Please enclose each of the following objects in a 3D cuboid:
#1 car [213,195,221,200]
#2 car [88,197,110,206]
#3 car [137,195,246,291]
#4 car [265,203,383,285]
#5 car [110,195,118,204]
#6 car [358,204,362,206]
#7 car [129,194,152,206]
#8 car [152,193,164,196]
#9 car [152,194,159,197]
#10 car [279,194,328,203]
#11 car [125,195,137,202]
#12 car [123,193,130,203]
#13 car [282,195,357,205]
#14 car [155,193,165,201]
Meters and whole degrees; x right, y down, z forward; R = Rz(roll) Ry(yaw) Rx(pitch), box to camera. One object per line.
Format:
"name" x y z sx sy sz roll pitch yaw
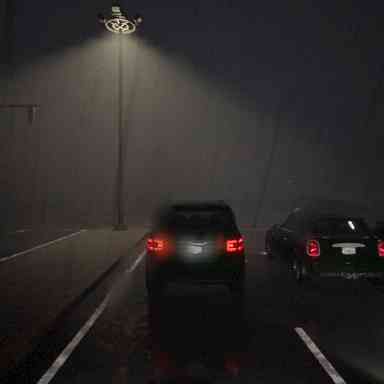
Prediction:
"car" 7.164 1.552 95.117 1.994 1.385 4.181 0 0 1
"car" -15.135 1.564 53.287 1.994 1.385 4.181 0 0 0
"car" 0.072 1.221 9.116 2.150 2.045 5.566 0 0 0
"car" 3.571 1.352 9.684 2.097 1.767 4.553 0 0 0
"car" -15.108 1.601 62.040 1.895 1.301 4.718 0 0 0
"car" 14.450 1.547 32.830 5.357 1.411 2.033 0 0 4
"car" -8.138 1.491 53.230 2.128 1.511 4.902 0 0 0
"car" -8.063 1.225 73.498 2.150 2.045 5.566 0 0 0
"car" -8.108 1.547 62.977 2.033 1.411 5.357 0 0 1
"car" 12.275 1.218 36.443 5.566 2.045 2.150 0 0 5
"car" -15.061 1.525 82.036 2.128 1.511 4.902 0 0 0
"car" -15.062 1.225 71.936 2.150 2.045 5.566 0 0 0
"car" 9.645 1.352 25.497 4.553 1.767 2.097 0 0 -1
"car" -8.042 1.210 84.270 2.150 2.045 5.566 0 0 0
